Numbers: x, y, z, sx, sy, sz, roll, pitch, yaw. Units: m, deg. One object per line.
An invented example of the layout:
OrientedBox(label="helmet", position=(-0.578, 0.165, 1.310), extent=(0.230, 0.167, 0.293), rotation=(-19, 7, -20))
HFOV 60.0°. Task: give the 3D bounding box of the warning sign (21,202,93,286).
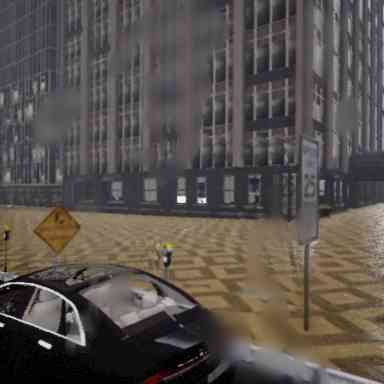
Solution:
OrientedBox(label="warning sign", position=(-3.379, 1.206, 8.374), extent=(1.060, 1.860, 1.300), rotation=(0, -1, 37))

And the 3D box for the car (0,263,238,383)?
OrientedBox(label="car", position=(-1.564, 1.597, 4.185), extent=(4.403, 1.369, 2.008), rotation=(0, 0, 37))
